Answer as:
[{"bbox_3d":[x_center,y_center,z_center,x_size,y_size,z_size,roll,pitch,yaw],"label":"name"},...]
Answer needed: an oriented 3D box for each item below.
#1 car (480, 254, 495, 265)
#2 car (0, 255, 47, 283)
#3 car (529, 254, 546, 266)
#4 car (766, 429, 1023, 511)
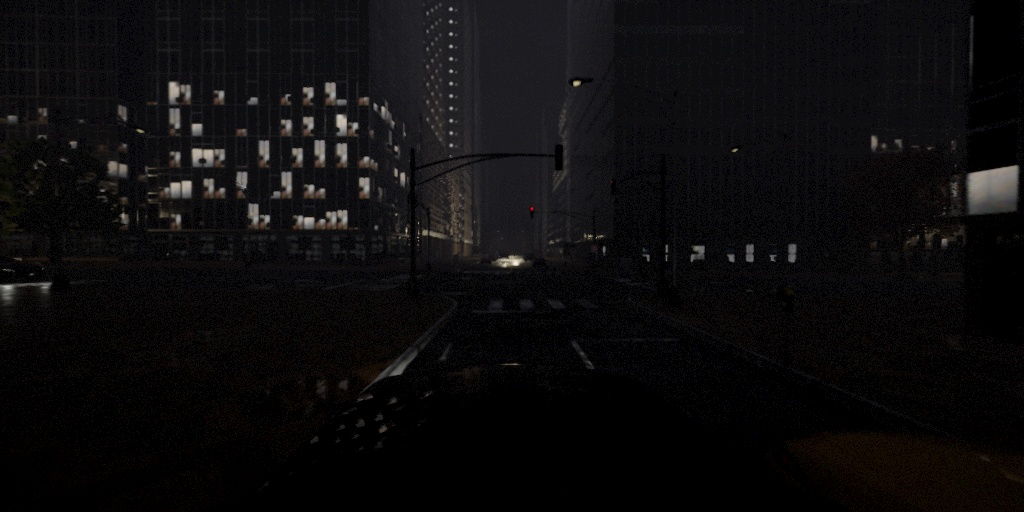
[{"bbox_3d":[-4.103,0.684,56.829,1.802,1.307,4.207,0,0,0],"label":"car"},{"bbox_3d":[-26.964,0.616,18.292,4.674,1.442,1.812,1,1,-3],"label":"car"},{"bbox_3d":[3.859,0.736,51.349,1.948,1.339,4.313,0,0,0],"label":"car"},{"bbox_3d":[2.565,1.293,0.418,1.751,1.417,4.829,0,0,0],"label":"car"}]
